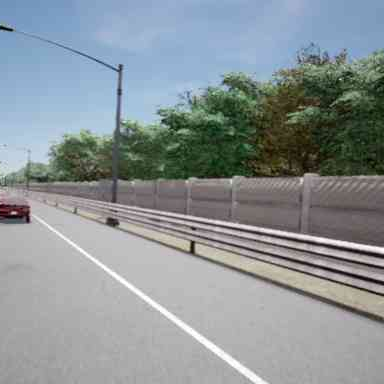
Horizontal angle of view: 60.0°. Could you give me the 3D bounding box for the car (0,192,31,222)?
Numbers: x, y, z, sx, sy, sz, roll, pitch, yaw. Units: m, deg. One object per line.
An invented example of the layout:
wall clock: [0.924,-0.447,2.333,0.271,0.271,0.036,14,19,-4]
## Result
car: [-11.628,1.006,21.508,1.882,1.535,5.008,3,0,-31]
